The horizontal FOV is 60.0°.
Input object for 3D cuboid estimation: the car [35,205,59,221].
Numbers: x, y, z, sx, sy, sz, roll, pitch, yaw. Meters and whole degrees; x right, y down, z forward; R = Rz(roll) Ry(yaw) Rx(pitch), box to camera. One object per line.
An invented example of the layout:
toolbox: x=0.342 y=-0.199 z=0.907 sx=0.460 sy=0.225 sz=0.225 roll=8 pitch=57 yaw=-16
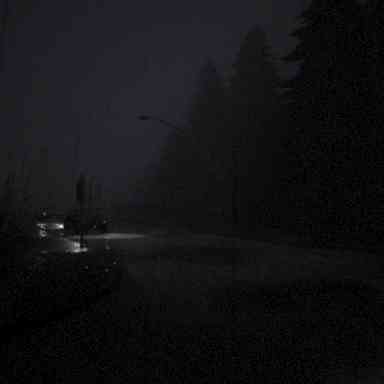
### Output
car: x=-13.730 y=1.969 z=31.903 sx=1.812 sy=1.442 sz=4.674 roll=1 pitch=-1 yaw=-33

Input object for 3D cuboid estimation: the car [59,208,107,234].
car: x=-7.161 y=1.844 z=22.068 sx=1.812 sy=1.442 sz=4.674 roll=1 pitch=-1 yaw=-34
